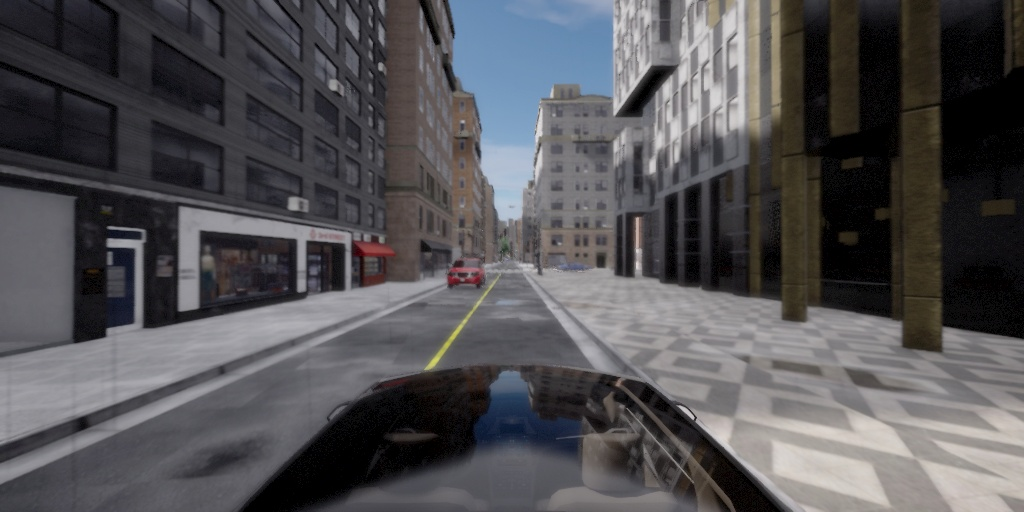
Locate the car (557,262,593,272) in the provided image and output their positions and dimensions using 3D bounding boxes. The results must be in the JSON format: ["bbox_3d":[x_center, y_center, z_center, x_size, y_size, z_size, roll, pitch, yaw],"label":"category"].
[{"bbox_3d":[9.527,1.657,54.740,5.357,1.411,2.033,0,0,0],"label":"car"}]

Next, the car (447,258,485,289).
[{"bbox_3d":[-3.104,1.180,25.340,2.150,2.045,5.566,0,-1,0],"label":"car"}]
